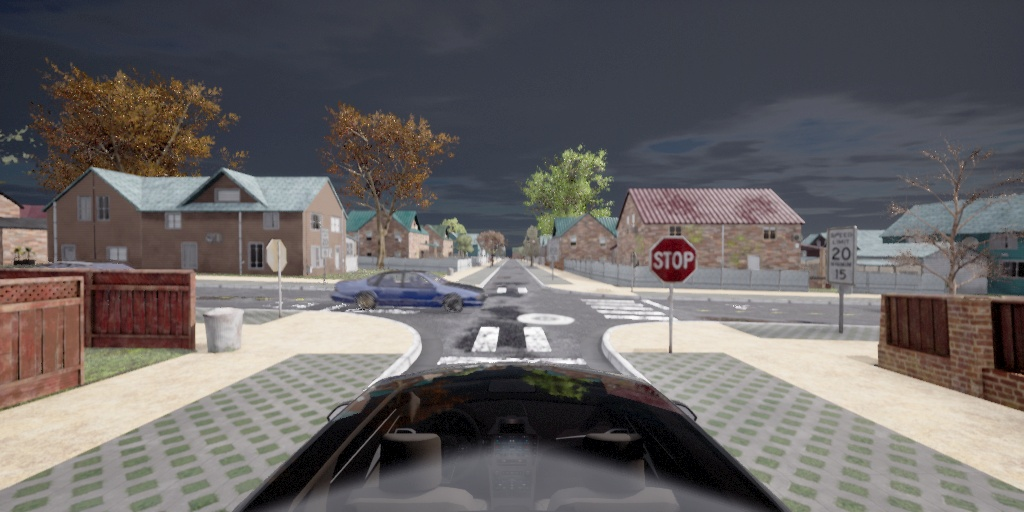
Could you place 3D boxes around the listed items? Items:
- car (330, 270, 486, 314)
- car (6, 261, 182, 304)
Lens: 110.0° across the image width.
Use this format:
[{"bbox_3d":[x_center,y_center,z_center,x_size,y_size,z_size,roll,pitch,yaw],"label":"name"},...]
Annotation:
[{"bbox_3d":[-3.650,1.229,13.108,5.357,1.411,2.033,2,1,0],"label":"car"},{"bbox_3d":[-15.224,0.905,13.047,5.357,1.411,2.033,2,1,0],"label":"car"}]
